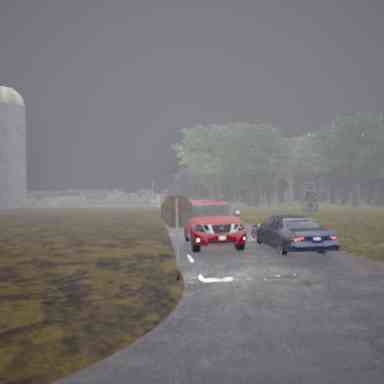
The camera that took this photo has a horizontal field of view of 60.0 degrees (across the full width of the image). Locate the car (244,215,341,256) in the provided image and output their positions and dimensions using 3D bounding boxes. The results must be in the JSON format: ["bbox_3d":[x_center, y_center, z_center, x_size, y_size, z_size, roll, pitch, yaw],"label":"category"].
[{"bbox_3d":[4.026,1.680,13.890,2.033,1.411,5.357,-1,0,-6],"label":"car"}]

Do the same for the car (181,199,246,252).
[{"bbox_3d":[0.881,1.438,15.498,2.150,2.045,5.566,-1,0,-6],"label":"car"}]

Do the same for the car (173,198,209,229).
[{"bbox_3d":[-0.194,1.554,25.804,2.150,2.045,5.566,-1,-1,-6],"label":"car"}]
